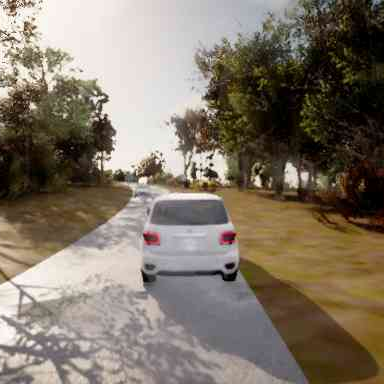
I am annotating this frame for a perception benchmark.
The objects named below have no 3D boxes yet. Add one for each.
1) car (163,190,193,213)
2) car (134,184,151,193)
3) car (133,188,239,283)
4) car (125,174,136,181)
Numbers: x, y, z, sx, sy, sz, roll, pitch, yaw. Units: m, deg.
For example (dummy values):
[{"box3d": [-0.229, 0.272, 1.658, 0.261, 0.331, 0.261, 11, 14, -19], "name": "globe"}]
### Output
[{"box3d": [-1.204, 0.648, 26.264, 2.033, 1.411, 5.357, 0, 3, -5], "name": "car"}, {"box3d": [-5.553, -0.146, 37.782, 1.812, 1.442, 4.674, 1, 4, -8], "name": "car"}, {"box3d": [-0.113, 1.017, 9.232, 2.150, 2.045, 5.566, 0, 2, -2], "name": "car"}, {"box3d": [-14.351, -3.118, 77.167, 2.150, 2.045, 5.566, 1, 3, -17], "name": "car"}]
